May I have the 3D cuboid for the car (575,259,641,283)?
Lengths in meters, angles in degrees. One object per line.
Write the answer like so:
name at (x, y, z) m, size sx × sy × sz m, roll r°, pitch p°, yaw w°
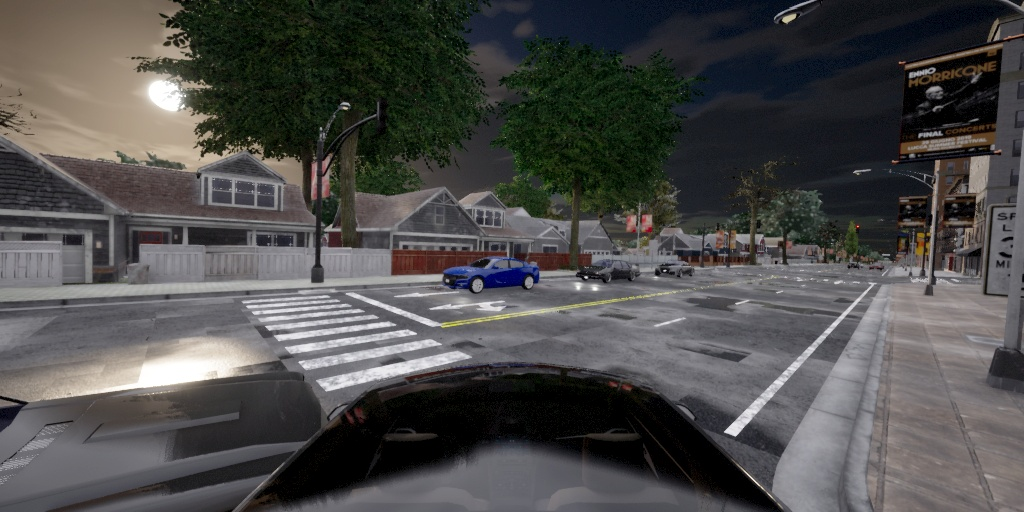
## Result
car at (6.431, 0.922, 23.420) m, size 5.357 × 1.411 × 2.033 m, roll 1°, pitch 2°, yaw -43°

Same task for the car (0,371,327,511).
car at (-3.319, 1.274, 1.484) m, size 4.718 × 1.301 × 1.895 m, roll 1°, pitch 2°, yaw -33°

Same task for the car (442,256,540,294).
car at (-0.855, 0.776, 16.627) m, size 5.008 × 1.535 × 1.882 m, roll 1°, pitch 3°, yaw -43°

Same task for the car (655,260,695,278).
car at (13.749, 1.018, 30.214) m, size 4.181 × 1.385 × 1.994 m, roll 1°, pitch 2°, yaw -43°
